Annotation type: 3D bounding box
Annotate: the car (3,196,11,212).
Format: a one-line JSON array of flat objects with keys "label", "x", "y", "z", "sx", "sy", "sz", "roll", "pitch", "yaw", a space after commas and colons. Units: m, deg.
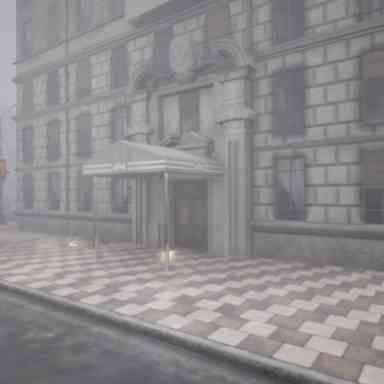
[{"label": "car", "x": -26.140, "y": 1.584, "z": 42.275, "sx": 2.150, "sy": 2.045, "sz": 5.566, "roll": -1, "pitch": 0, "yaw": 35}]
